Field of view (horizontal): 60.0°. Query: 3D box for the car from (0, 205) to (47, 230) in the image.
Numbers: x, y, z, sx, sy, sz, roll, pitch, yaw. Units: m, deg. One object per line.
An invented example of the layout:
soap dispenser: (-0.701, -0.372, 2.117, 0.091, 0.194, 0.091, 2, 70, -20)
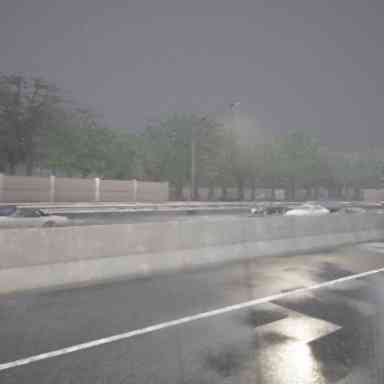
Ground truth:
car: (-12.222, 1.565, 20.856, 5.357, 1.411, 2.033, 1, 0, -37)

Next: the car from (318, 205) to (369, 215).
car: (12.064, 1.876, 25.413, 4.718, 1.301, 1.895, 1, 0, -35)

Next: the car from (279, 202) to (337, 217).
car: (9.848, 1.798, 28.131, 4.674, 1.442, 1.812, 1, 0, -35)

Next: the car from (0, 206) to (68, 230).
car: (-9.605, 1.628, 18.631, 4.718, 1.301, 1.895, 1, 0, -35)

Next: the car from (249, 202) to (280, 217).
car: (8.269, 1.798, 35.578, 4.902, 1.511, 2.128, 1, 0, -35)

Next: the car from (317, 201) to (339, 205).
car: (13.884, 1.710, 35.248, 4.553, 1.767, 2.097, 1, 0, -35)
